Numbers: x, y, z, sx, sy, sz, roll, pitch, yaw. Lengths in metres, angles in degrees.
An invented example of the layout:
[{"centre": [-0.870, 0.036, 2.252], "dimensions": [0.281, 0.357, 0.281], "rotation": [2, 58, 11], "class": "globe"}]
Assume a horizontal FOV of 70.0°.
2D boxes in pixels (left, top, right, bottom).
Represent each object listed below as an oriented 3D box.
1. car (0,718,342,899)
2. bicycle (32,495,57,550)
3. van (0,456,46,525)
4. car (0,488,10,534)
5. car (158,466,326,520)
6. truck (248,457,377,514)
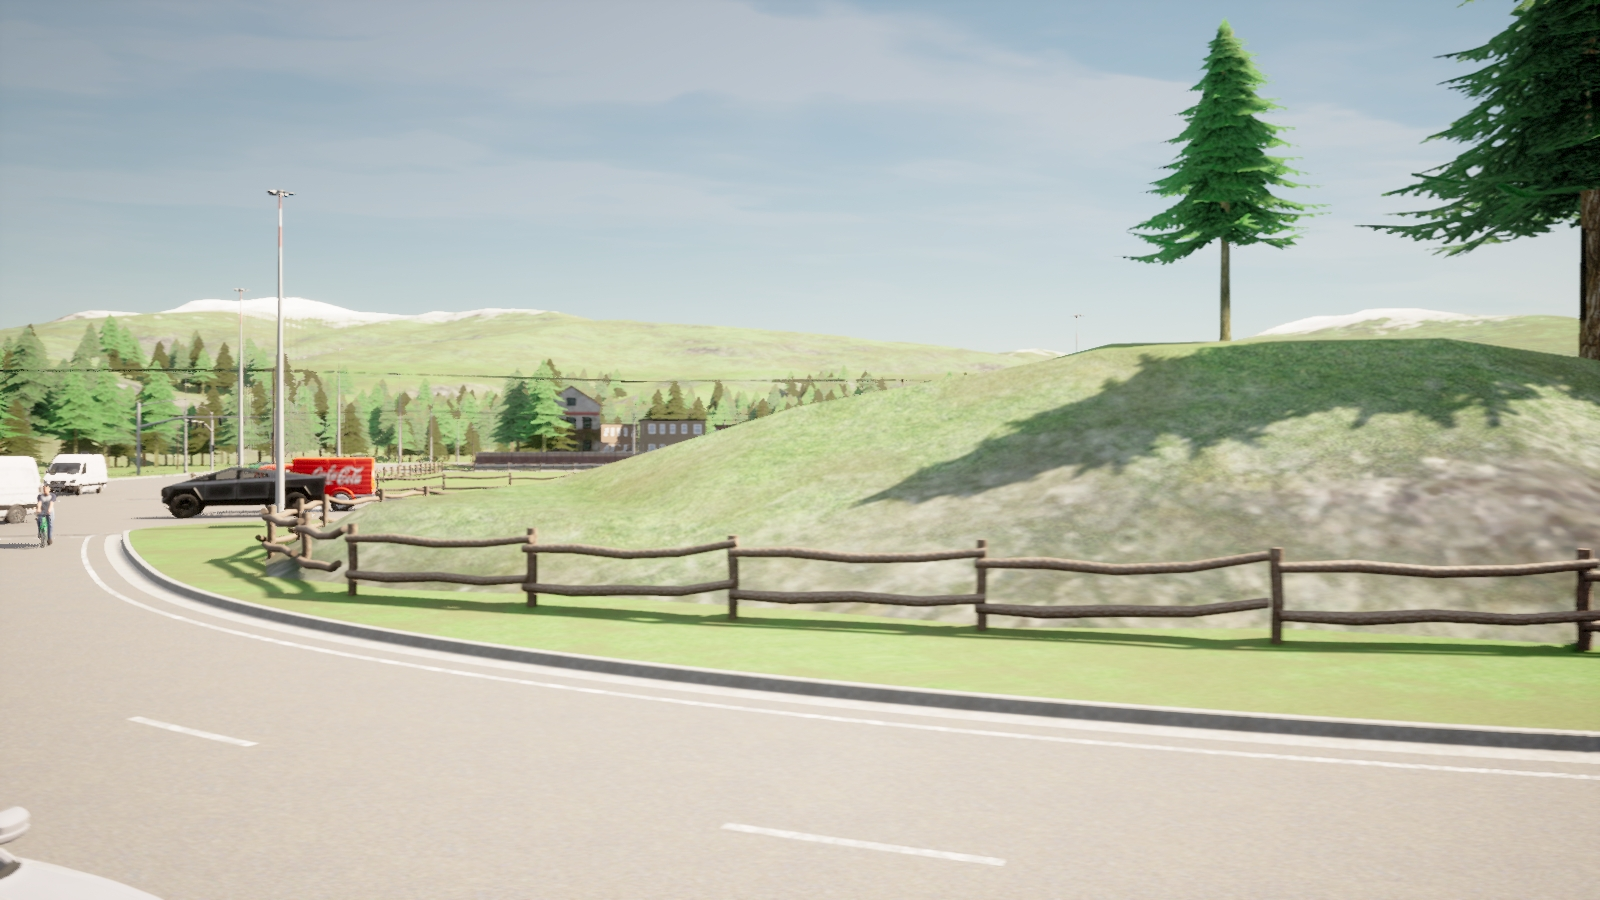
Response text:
[{"centre": [-4.569, 2.036, 4.588], "dimensions": [5.006, 1.535, 2.097], "rotation": [0, 0, 22], "class": "car"}, {"centre": [-21.782, 2.068, 32.964], "dimensions": [0.373, 1.496, 1.643], "rotation": [1, 0, -26], "class": "bicycle"}, {"centre": [-31.117, 1.549, 42.038], "dimensions": [1.988, 2.561, 5.915], "rotation": [-1, 0, 12], "class": "van"}, {"centre": [-27.453, 2.053, 36.582], "dimensions": [2.007, 1.525, 4.514], "rotation": [0, 0, -13], "class": "car"}, {"centre": [-23.515, 1.772, 48.485], "dimensions": [6.274, 2.098, 2.390], "rotation": [0, 0, -23], "class": "car"}, {"centre": [-22.408, 1.582, 52.796], "dimensions": [5.204, 2.467, 2.627], "rotation": [0, 0, -16], "class": "truck"}]
